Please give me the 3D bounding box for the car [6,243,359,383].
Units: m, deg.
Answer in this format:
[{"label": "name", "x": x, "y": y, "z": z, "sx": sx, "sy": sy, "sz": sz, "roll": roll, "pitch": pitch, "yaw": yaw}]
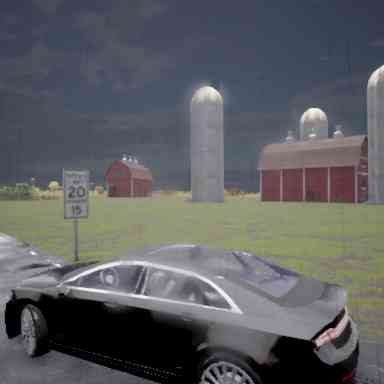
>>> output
[{"label": "car", "x": -0.458, "y": 1.490, "z": 4.540, "sx": 4.902, "sy": 1.511, "sz": 2.128, "roll": 0, "pitch": 1, "yaw": 29}]
